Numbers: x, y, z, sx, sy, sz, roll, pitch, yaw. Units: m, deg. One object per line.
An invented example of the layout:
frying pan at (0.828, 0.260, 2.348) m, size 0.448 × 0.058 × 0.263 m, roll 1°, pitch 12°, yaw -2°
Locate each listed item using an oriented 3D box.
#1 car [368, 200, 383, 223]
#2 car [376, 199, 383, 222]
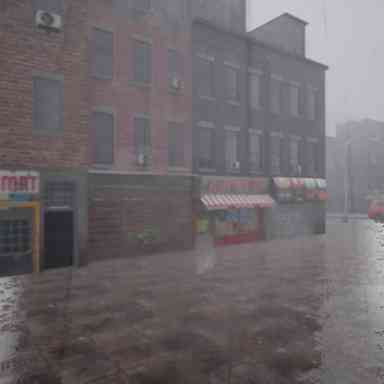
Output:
car at (17.639, 1.640, 27.603) m, size 2.150 × 2.045 × 5.566 m, roll 0°, pitch -2°, yaw -35°
car at (19.978, 1.646, 29.953) m, size 2.150 × 2.045 × 5.566 m, roll 0°, pitch -2°, yaw -40°
